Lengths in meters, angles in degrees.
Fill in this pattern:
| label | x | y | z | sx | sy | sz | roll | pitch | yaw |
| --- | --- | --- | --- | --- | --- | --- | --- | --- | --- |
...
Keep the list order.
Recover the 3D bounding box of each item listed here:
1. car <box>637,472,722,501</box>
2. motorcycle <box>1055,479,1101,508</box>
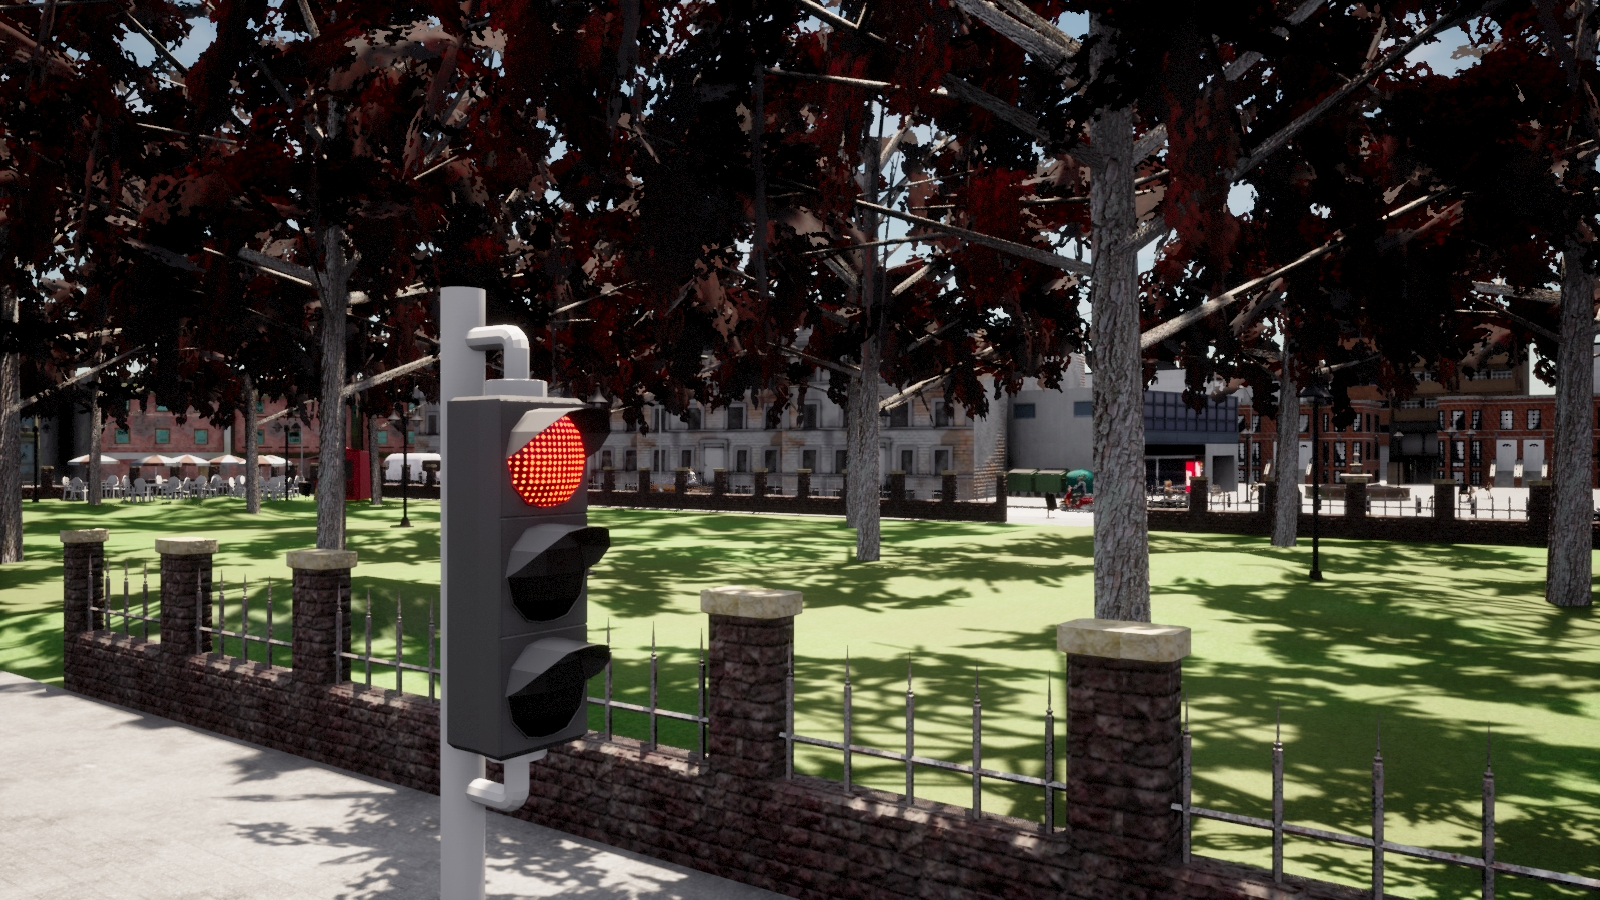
| label | x | y | z | sx | sy | sz | roll | pitch | yaw |
| --- | --- | --- | --- | --- | --- | --- | --- | --- | --- |
| car | -6.345 | 1.898 | 60.039 | 4.181 | 1.385 | 1.994 | 0 | 0 | 36 |
| motorcycle | 12.486 | 1.962 | 51.261 | 1.805 | 1.236 | 0.856 | 0 | 0 | 36 |
